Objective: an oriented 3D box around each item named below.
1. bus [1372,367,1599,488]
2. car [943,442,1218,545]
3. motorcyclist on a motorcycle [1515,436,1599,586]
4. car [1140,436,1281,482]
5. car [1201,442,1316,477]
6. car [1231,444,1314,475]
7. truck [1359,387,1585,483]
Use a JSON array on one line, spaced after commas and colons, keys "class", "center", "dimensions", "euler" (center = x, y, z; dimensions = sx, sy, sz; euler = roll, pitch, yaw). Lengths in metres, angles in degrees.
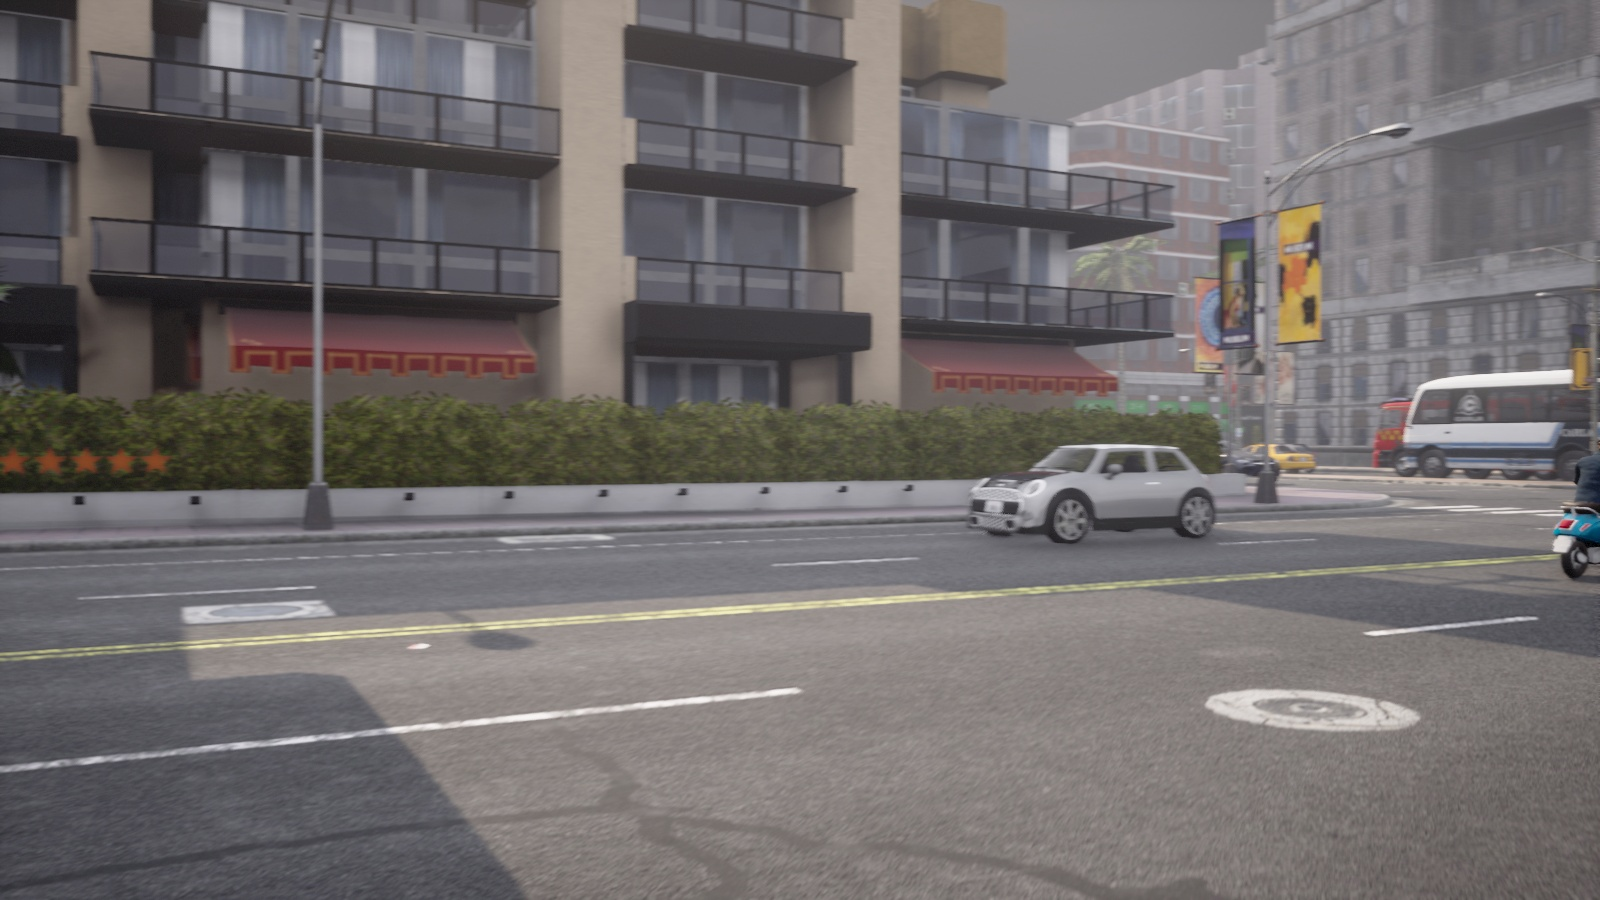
[{"class": "bus", "center": [27.810, -0.815, 48.402], "dimensions": [3.944, 4.253, 10.273], "euler": [0, 0, -27]}, {"class": "car", "center": [4.384, 0.613, 19.621], "dimensions": [3.806, 1.475, 1.970], "euler": [0, 0, -27]}, {"class": "motorcyclist on a motorcycle", "center": [9.062, 0.649, 14.159], "dimensions": [1.817, 1.590, 0.866], "euler": [0, 0, -27]}, {"class": "car", "center": [15.403, 0.303, 47.420], "dimensions": [2.152, 1.651, 5.027], "euler": [0, 0, -27]}, {"class": "car", "center": [21.847, 0.412, 60.096], "dimensions": [1.801, 1.575, 5.366], "euler": [0, 0, -27]}, {"class": "car", "center": [23.924, 0.473, 63.729], "dimensions": [1.845, 1.501, 3.633], "euler": [0, 0, -27]}, {"class": "truck", "center": [28.752, -0.634, 54.261], "dimensions": [2.891, 3.827, 8.468], "euler": [0, 0, -27]}]
